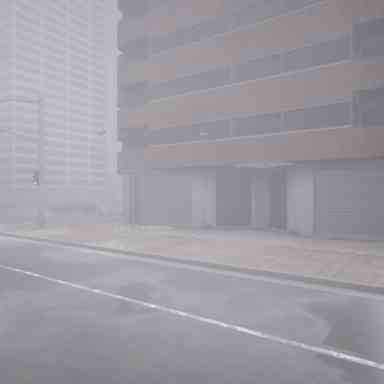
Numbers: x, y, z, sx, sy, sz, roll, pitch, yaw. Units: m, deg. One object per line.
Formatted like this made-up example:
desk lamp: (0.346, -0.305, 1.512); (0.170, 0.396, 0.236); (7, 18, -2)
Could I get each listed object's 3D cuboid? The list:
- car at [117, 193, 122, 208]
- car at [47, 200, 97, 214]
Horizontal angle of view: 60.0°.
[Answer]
car: (-7.314, 1.352, 44.640); (2.097, 1.767, 4.553); (0, 0, 35)
car: (-13.011, 1.547, 36.519); (2.033, 1.411, 5.357); (0, 0, 35)
